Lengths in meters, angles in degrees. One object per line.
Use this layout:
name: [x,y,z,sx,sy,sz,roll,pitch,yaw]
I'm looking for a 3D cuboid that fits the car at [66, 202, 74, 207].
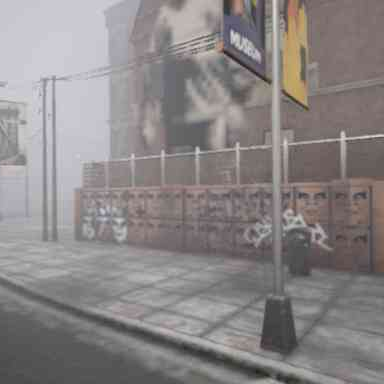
car: [-21.123,2.179,62.289,1.895,1.301,4.718,-1,0,36]
